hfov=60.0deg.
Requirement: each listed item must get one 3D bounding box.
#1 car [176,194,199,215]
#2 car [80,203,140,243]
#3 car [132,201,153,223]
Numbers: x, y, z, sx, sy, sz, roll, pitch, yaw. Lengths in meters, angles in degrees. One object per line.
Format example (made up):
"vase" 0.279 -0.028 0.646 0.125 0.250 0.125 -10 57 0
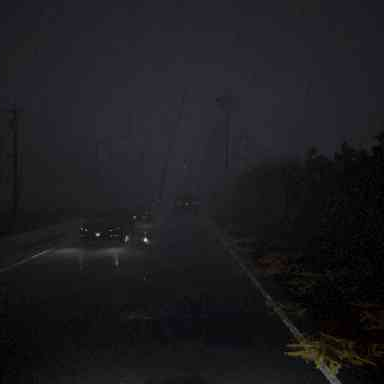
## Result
"car" -0.477 1.234 34.621 2.150 2.045 5.566 0 0 0
"car" -3.923 1.510 16.107 1.837 1.490 4.892 0 0 -1
"car" -4.059 1.514 25.735 1.837 1.490 4.892 0 0 -1
